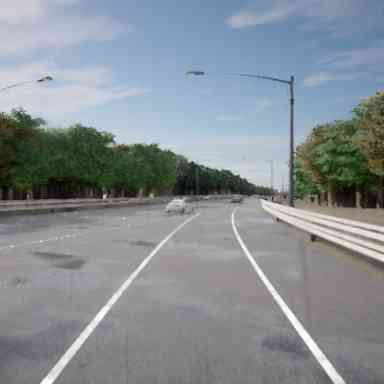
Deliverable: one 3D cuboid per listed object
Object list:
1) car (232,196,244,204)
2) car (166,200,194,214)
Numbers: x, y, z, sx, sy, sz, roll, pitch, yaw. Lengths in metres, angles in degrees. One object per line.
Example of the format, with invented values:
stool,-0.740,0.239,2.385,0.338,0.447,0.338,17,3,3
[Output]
car,9.337,1.613,67.719,2.033,1.411,5.357,0,0,18
car,-1.271,1.537,35.674,1.812,1.442,4.674,0,0,19
